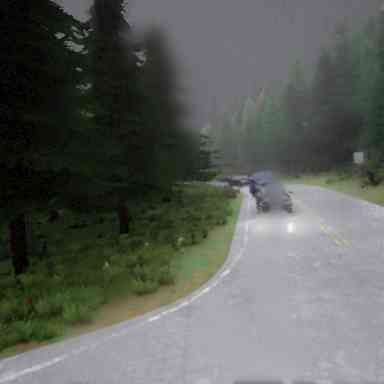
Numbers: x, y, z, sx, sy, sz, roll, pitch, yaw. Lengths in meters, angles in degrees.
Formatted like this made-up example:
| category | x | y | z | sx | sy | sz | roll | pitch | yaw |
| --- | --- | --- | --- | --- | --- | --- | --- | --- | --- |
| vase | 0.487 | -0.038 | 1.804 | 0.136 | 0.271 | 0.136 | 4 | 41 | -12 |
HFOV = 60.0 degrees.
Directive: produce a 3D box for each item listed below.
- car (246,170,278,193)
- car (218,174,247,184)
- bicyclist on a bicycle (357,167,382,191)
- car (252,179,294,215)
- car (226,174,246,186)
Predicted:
| category | x | y | z | sx | sy | sz | roll | pitch | yaw |
| --- | --- | --- | --- | --- | --- | --- | --- | --- | --- |
| car | 6.253 | -0.828 | 29.218 | 2.150 | 2.045 | 5.566 | -5 | 5 | 7 |
| car | 5.933 | -1.951 | 49.514 | 1.895 | 1.301 | 4.718 | -4 | 4 | -27 |
| bicyclist on a bicycle | 11.938 | -0.965 | 22.622 | 1.656 | 1.620 | 0.582 | -20 | 1 | 10 |
| car | 4.705 | 0.333 | 19.395 | 1.837 | 1.490 | 4.892 | -5 | 4 | 10 |
| car | 5.906 | -1.323 | 39.868 | 2.033 | 1.411 | 5.357 | -5 | 5 | -12 |
